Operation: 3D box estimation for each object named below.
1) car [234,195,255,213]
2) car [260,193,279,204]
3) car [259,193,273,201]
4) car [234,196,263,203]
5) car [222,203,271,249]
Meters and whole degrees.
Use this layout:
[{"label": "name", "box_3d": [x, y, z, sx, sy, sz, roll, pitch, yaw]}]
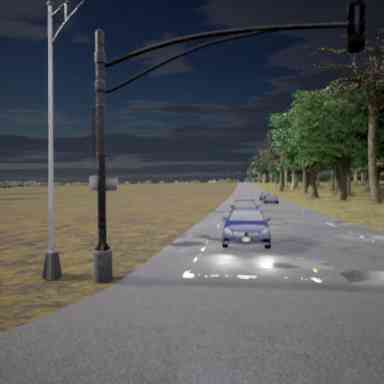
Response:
[{"label": "car", "box_3d": [5.299, 1.151, 33.480, 1.882, 1.535, 5.008, 0, 1, 9]}, {"label": "car", "box_3d": [11.192, 0.998, 47.424, 1.994, 1.385, 4.181, 0, 1, 7]}, {"label": "car", "box_3d": [12.696, 0.828, 57.307, 1.994, 1.385, 4.181, 0, 1, 9]}, {"label": "car", "box_3d": [3.742, 1.286, 23.379, 1.882, 1.535, 5.008, 0, 1, 9]}, {"label": "car", "box_3d": [2.348, 1.428, 14.277, 1.812, 1.442, 4.674, 0, 0, 10]}]
